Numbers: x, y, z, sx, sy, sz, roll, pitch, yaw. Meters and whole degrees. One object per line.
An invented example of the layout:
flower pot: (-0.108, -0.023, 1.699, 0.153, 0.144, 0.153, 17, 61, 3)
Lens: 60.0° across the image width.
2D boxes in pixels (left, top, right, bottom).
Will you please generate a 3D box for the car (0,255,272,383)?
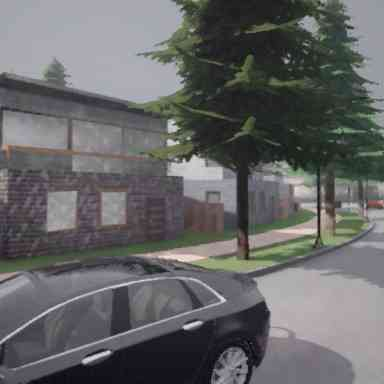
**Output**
car: (-1.245, 1.527, 3.374, 4.892, 1.490, 1.837, 0, 0, -38)

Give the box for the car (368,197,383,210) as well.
car: (25.253, 1.401, 44.412, 2.097, 1.767, 4.553, 0, 0, 3)
